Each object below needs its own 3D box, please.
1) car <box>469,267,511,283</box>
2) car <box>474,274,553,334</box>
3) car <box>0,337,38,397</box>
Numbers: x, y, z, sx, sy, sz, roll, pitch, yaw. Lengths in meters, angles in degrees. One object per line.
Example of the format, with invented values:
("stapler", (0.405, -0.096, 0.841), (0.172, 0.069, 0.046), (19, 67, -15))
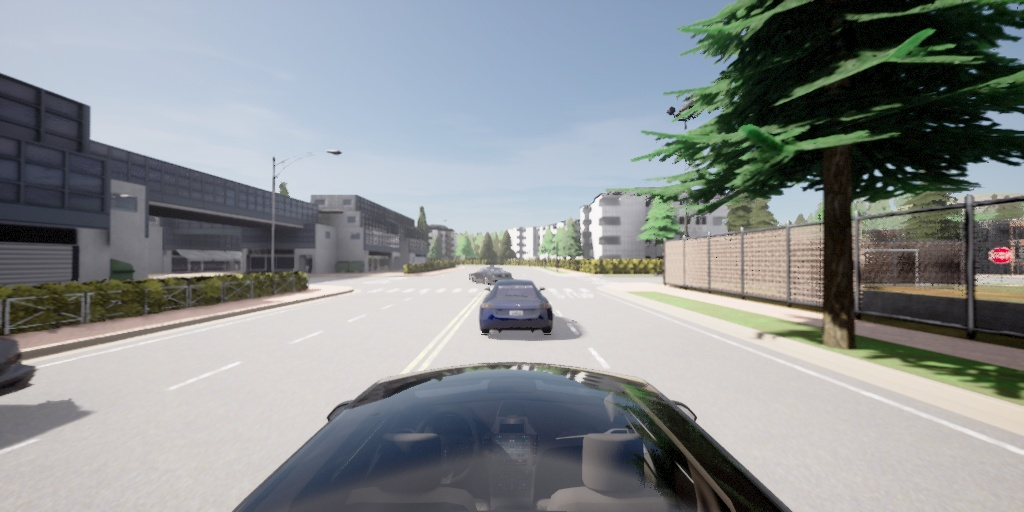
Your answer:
("car", (-1.801, 1.597, 29.145), (2.033, 1.411, 5.357), (0, -1, -27))
("car", (0.090, 1.415, 10.995), (1.994, 1.385, 4.181), (0, -1, -1))
("car", (-7.097, 1.302, 2.174), (2.033, 1.411, 5.357), (0, -1, 0))
